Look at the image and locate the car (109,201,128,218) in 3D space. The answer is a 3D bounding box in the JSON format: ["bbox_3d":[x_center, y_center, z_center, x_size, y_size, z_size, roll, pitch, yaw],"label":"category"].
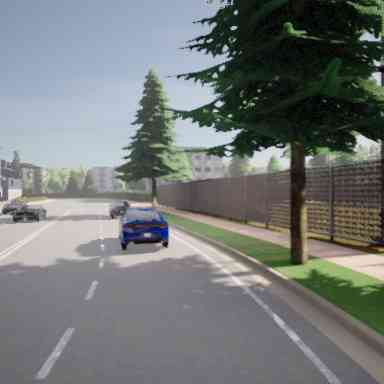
[{"bbox_3d":[-6.565,1.560,30.674,1.812,1.442,4.674,-1,0,-16],"label":"car"}]

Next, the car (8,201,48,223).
[{"bbox_3d":[-12.902,1.698,26.674,1.895,1.301,4.718,-1,0,-16],"label":"car"}]

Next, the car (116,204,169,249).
[{"bbox_3d":[-2.251,1.486,14.828,1.882,1.535,5.008,-1,-1,-14],"label":"car"}]

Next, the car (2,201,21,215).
[{"bbox_3d":[-19.408,1.697,37.014,2.033,1.411,5.357,-1,0,-15],"label":"car"}]
